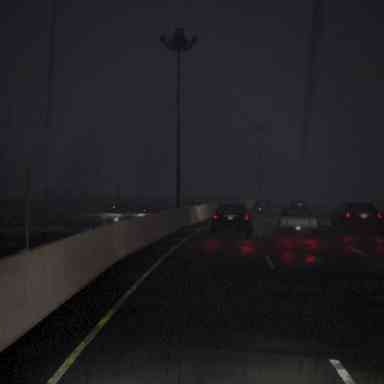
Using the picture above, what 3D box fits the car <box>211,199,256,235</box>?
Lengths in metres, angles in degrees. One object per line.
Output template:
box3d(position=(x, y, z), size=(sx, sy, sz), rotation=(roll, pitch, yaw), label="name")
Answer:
box3d(position=(2.370, 1.329, 18.863), size=(2.097, 1.767, 4.553), rotation=(0, 0, 11), label="car")

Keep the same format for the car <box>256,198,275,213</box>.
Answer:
box3d(position=(7.846, 1.470, 36.222), size=(1.837, 1.490, 4.892), rotation=(0, 0, 22), label="car")

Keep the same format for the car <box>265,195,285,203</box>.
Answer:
box3d(position=(17.742, 1.414, 70.985), size=(2.128, 1.511, 4.902), rotation=(0, 0, 42), label="car")

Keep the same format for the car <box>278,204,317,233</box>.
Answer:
box3d(position=(6.060, 1.587, 19.578), size=(1.895, 1.301, 4.718), rotation=(0, 0, 13), label="car")

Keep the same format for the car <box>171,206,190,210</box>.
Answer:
box3d(position=(-0.750, 1.437, 33.952), size=(2.128, 1.511, 4.902), rotation=(0, 0, 21), label="car")

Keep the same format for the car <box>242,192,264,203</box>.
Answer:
box3d(position=(13.055, 1.134, 70.962), size=(2.150, 2.045, 5.566), rotation=(0, 0, 40), label="car")

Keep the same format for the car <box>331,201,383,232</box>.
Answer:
box3d(position=(9.841, 1.348, 20.158), size=(2.097, 1.767, 4.553), rotation=(0, 0, 13), label="car")

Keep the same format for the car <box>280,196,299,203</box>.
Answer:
box3d(position=(20.189, 1.507, 68.480), size=(1.895, 1.301, 4.718), rotation=(0, 0, 42), label="car")

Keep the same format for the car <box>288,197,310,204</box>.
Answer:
box3d(position=(11.702, 1.481, 36.311), size=(1.837, 1.490, 4.892), rotation=(0, 0, 24), label="car")
